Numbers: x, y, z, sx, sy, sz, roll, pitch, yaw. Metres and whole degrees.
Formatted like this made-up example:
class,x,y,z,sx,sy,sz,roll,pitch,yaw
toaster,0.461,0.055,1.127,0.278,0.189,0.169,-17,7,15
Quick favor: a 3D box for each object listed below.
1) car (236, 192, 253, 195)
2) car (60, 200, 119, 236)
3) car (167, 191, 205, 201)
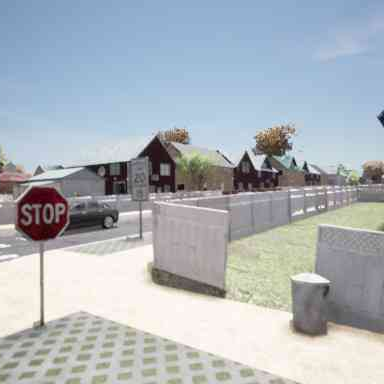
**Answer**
class,x,y,z,sx,sy,sz,roll,pitch,yaw
car,5.035,0.730,31.843,1.812,1.442,4.674,-1,1,36
car,-5.817,1.215,16.432,1.837,1.490,4.892,-1,1,35
car,-0.613,0.820,23.830,2.097,1.767,4.553,-1,1,35
